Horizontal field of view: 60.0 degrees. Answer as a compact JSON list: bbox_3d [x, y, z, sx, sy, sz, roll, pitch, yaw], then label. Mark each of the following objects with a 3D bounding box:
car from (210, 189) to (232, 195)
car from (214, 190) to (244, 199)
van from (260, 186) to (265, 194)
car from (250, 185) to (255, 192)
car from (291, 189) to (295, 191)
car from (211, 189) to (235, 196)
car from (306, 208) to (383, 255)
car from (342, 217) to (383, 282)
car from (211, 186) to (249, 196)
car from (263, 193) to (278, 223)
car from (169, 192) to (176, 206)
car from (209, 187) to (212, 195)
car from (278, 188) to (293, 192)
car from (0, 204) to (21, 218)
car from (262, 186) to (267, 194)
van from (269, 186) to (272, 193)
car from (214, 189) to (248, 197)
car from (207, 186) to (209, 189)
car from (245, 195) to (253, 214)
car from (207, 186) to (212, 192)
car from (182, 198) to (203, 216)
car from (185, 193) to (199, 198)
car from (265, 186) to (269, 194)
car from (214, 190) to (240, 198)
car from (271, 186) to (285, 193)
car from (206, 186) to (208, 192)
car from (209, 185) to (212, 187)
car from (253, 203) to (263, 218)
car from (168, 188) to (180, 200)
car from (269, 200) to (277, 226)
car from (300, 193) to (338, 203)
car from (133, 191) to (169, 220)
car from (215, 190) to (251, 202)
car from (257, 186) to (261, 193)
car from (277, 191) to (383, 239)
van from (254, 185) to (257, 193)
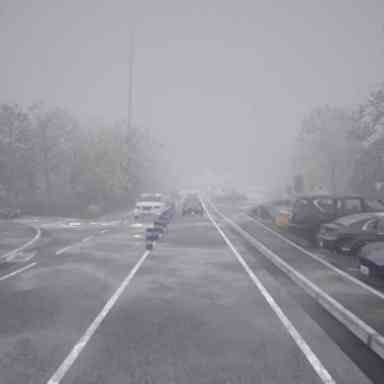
[{"bbox_3d":[6.909,-0.042,79.621,4.892,1.521,2.231,0,2,0],"label":"car"},{"bbox_3d":[6.980,0.525,62.984,5.366,1.575,1.946,0,2,0],"label":"car"},{"bbox_3d":[19.905,-0.352,82.220,4.442,1.987,1.878,0,2,0],"label":"van"},{"bbox_3d":[20.065,-0.678,93.311,5.566,2.045,2.435,0,2,0],"label":"car"},{"bbox_3d":[19.805,0.750,57.337,4.792,1.488,2.163,0,2,0],"label":"car"},{"bbox_3d":[7.080,0.040,76.853,5.366,1.575,1.946,0,2,0],"label":"car"},{"bbox_3d":[6.665,1.437,10.915,4.892,1.521,2.231,0,1,0],"label":"car"},{"bbox_3d":[6.620,1.508,8.137,4.792,1.488,2.163,0,1,0],"label":"car"},{"bbox_3d":[6.803,0.376,60.202,5.566,2.045,2.435,0,2,0],"label":"car"},{"bbox_3d":[6.769,1.127,19.272,4.553,1.767,2.185,0,1,0],"label":"car"},{"bbox_3d":[-3.394,1.100,43.541,1.812,1.442,4.674,0,2,0],"label":"car"},{"bbox_3d":[6.649,0.328,68.535,5.366,1.575,1.946,0,2,0],"label":"car"},{"bbox_3d":[19.688,0.521,62.873,5.366,1.575,1.946,0,2,0],"label":"car"},{"bbox_3d":[-17.351,1.688,29.671,4.718,1.301,1.895,0,-2,32],"label":"car"},{"bbox_3d":[20.023,-0.017,79.476,4.792,1.488,2.163,0,2,0],"label":"car"},{"bbox_3d":[20.071,-0.097,74.059,4.442,1.987,1.878,0,2,0],"label":"van"},{"bbox_3d":[6.760,0.725,57.437,5.008,1.535,2.097,0,2,0],"label":"car"},{"bbox_3d":[6.984,-0.171,85.172,4.792,1.488,2.163,0,2,0],"label":"car"},{"bbox_3d":[6.754,1.127,24.844,4.792,1.488,2.163,0,2,0],"label":"car"},{"bbox_3d":[6.690,0.129,74.205,5.366,1.575,1.946,0,2,0],"label":"car"},{"bbox_3d":[0.062,1.495,31.056,1.895,1.301,4.718,0,1,0],"label":"car"},{"bbox_3d":[0.039,0.883,49.455,2.128,1.511,4.902,0,2,0],"label":"car"},{"bbox_3d":[20.004,0.065,76.838,4.792,1.488,2.163,0,2,0],"label":"car"},{"bbox_3d":[6.821,0.431,65.760,4.892,1.521,2.231,0,2,0],"label":"car"},{"bbox_3d":[19.942,0.076,68.399,5.566,2.045,2.435,0,2,0],"label":"car"},{"bbox_3d":[6.985,-0.394,93.498,4.792,1.488,2.163,0,2,0],"label":"car"},{"bbox_3d":[6.966,-0.249,82.395,4.553,1.767,2.185,0,2,0],"label":"car"},{"bbox_3d":[6.790,1.205,22.061,4.792,1.488,2.163,0,2,0],"label":"car"},{"bbox_3d":[-3.354,0.281,60.221,2.150,2.045,5.566,0,2,1],"label":"car"},{"bbox_3d":[6.711,1.323,16.497,5.008,1.535,2.097,0,1,0],"label":"car"},{"bbox_3d":[19.790,0.912,51.922,5.008,1.535,2.097,0,2,0],"label":"car"},{"bbox_3d":[-3.383,1.152,27.544,2.150,2.045,5.566,0,0,0],"label":"car"},{"bbox_3d":[6.705,0.853,54.663,4.792,1.488,2.163,0,2,0],"label":"car"},{"bbox_3d":[20.039,-0.204,85.011,5.008,1.535,2.097,0,2,0],"label":"car"},{"bbox_3d":[6.722,1.133,13.699,5.566,2.045,2.435,0,1,0],"label":"car"},{"bbox_3d":[19.957,-0.578,90.544,4.442,1.987,1.878,0,2,0],"label":"van"}]
